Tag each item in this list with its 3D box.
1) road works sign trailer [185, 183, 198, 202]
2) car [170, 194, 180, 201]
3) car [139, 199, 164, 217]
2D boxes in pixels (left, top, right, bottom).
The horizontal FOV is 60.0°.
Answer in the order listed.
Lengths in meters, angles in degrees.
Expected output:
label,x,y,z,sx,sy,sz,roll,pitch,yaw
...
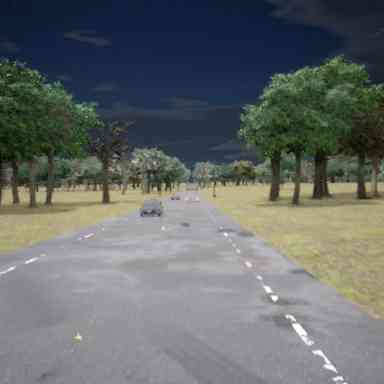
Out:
label,x,y,z,sx,sy,sz,roll,pitch,yaw
road works sign trailer,0.007,0.117,63.843,2.380,3.560,2.880,0,1,0
car,-3.492,1.081,70.686,1.994,1.385,4.181,0,1,0
car,-3.592,1.437,30.262,1.837,1.490,4.892,0,0,0
